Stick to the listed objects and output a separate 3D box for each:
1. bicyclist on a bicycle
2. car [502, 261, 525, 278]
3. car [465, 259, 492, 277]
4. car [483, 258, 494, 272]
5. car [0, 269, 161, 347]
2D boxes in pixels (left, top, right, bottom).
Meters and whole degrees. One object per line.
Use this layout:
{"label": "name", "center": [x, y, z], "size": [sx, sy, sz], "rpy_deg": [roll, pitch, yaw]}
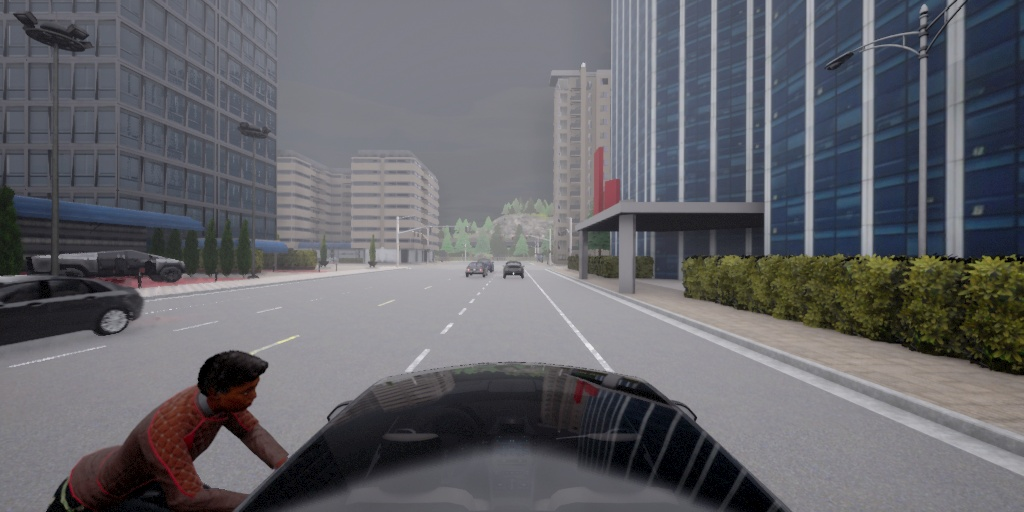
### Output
{"label": "bicyclist on a bicycle", "center": [-1.389, 1.236, 1.637], "size": [1.656, 1.620, 0.582], "rpy_deg": [0, 7, -8]}
{"label": "car", "center": [0.142, 1.259, 33.598], "size": [1.837, 1.490, 4.892], "rpy_deg": [0, 0, 0]}
{"label": "car", "center": [-3.370, 1.281, 34.746], "size": [2.033, 1.411, 5.357], "rpy_deg": [0, 0, 0]}
{"label": "car", "center": [-3.356, 1.086, 44.285], "size": [2.097, 1.767, 4.553], "rpy_deg": [0, 0, 1]}
{"label": "car", "center": [-10.630, 1.190, 7.389], "size": [1.837, 1.490, 4.892], "rpy_deg": [0, 0, 0]}
